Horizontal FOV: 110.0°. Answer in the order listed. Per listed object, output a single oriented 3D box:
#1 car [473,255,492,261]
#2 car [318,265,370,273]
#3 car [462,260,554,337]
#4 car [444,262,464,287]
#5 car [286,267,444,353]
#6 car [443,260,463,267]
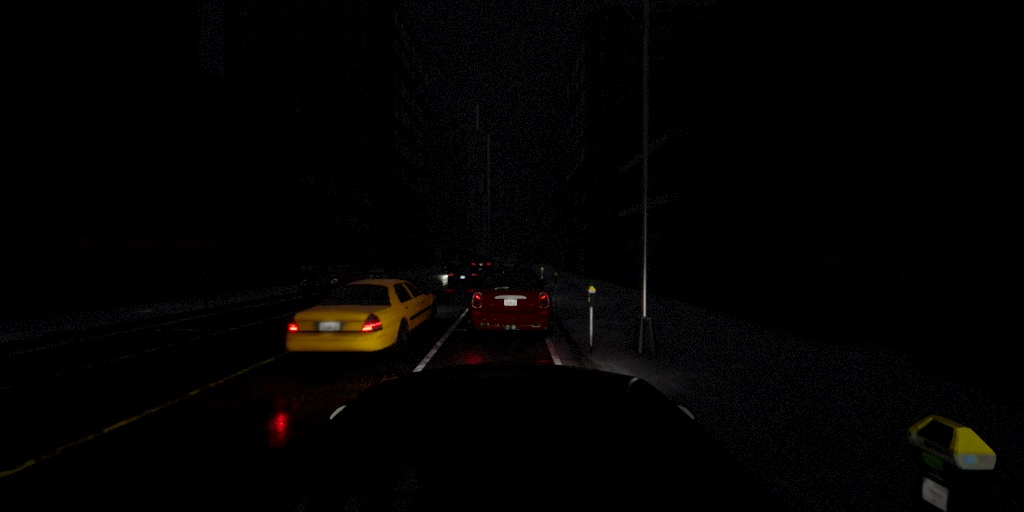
[{"bbox_3d":[-3.082,0.956,38.729,2.150,2.045,5.566,0,0,0],"label":"car"},{"bbox_3d":[-8.815,1.185,18.031,1.967,1.591,4.097,0,0,0],"label":"car"},{"bbox_3d":[-0.033,1.100,10.472,2.097,1.767,4.553,0,0,0],"label":"car"},{"bbox_3d":[-3.078,1.305,24.416,1.994,1.385,4.181,0,0,0],"label":"car"},{"bbox_3d":[-3.146,1.203,8.760,1.801,1.575,5.366,0,0,0],"label":"car"},{"bbox_3d":[-6.225,1.210,39.636,1.882,1.535,5.008,0,0,0],"label":"car"}]
